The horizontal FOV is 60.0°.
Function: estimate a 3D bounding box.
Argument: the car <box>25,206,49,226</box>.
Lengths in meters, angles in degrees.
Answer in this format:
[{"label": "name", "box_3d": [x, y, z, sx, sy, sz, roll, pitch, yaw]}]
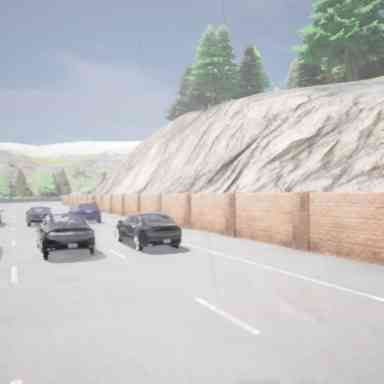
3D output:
[{"label": "car", "box_3d": [-11.820, 1.815, 25.803, 2.033, 1.411, 5.357, 0, -1, -28]}]

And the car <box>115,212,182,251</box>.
[{"label": "car", "box_3d": [-2.101, 1.670, 15.123, 1.837, 1.490, 4.892, 0, 0, -28]}]

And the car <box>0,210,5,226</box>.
[{"label": "car", "box_3d": [-15.367, 1.762, 25.031, 1.837, 1.490, 4.892, 0, 0, -28]}]

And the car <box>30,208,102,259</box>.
[{"label": "car", "box_3d": [-5.188, 1.634, 13.473, 2.128, 1.511, 4.902, 0, -1, -28]}]

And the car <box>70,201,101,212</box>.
[{"label": "car", "box_3d": [-9.161, 1.648, 28.273, 2.097, 1.767, 4.553, 0, -1, -28]}]
